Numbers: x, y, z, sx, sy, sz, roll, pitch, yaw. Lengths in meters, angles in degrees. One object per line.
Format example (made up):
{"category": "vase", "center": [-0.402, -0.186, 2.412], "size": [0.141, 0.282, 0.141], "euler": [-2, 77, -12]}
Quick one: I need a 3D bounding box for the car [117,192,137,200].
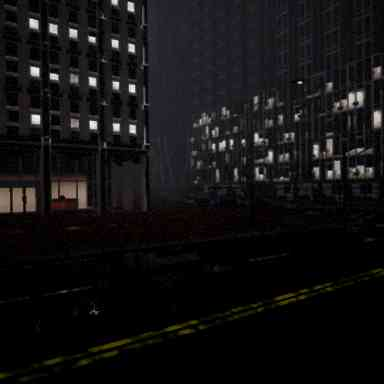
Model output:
{"category": "car", "center": [-13.954, 1.038, 70.378], "size": [2.008, 1.369, 4.403], "euler": [0, 1, -34]}

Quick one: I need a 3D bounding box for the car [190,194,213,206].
{"category": "car", "center": [2.032, 1.318, 46.885], "size": [1.947, 1.339, 4.313], "euler": [0, 1, -34]}

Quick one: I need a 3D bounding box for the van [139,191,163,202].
{"category": "van", "center": [-7.541, 0.936, 60.990], "size": [1.690, 1.788, 3.998], "euler": [0, 1, -34]}

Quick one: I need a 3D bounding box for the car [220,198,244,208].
{"category": "car", "center": [5.190, 1.387, 42.160], "size": [1.802, 1.307, 4.206], "euler": [0, 1, -34]}

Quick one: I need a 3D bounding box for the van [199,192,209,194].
{"category": "van", "center": [2.584, 0.854, 61.023], "size": [1.690, 1.788, 3.998], "euler": [0, 1, -34]}

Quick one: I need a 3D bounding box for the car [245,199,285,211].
{"category": "car", "center": [8.382, 1.423, 37.455], "size": [1.947, 1.339, 4.313], "euler": [0, 1, -34]}

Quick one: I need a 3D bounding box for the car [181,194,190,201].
{"category": "car", "center": [-0.622, 1.042, 65.718], "size": [1.802, 1.307, 4.206], "euler": [0, 1, -34]}

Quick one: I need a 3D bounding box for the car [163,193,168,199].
{"category": "car", "center": [-7.034, 0.934, 75.105], "size": [1.802, 1.307, 4.206], "euler": [0, 1, -34]}
